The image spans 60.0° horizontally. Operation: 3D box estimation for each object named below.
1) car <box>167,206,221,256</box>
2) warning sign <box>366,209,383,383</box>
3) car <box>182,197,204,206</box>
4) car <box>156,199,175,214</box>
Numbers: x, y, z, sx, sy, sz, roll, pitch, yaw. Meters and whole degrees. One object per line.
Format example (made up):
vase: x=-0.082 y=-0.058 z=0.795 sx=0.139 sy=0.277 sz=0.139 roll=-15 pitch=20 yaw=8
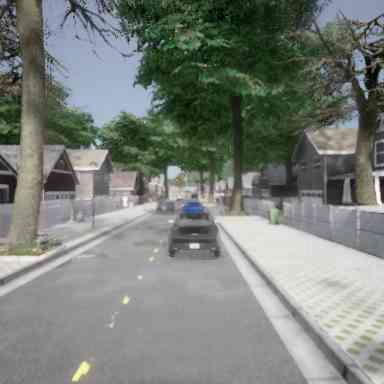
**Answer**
car: x=0.087 y=1.526 z=13.285 sx=1.837 sy=1.490 sz=4.892 roll=0 pitch=0 yaw=0
warning sign: x=2.523 y=1.120 z=3.026 sx=1.300 sy=1.860 sz=1.060 roll=0 pitch=0 yaw=0
car: x=0.082 y=1.532 z=30.105 sx=1.882 sy=1.535 sz=5.008 roll=0 pitch=0 yaw=0
car: x=-2.858 y=1.560 z=36.725 sx=2.128 sy=1.511 sz=4.902 roll=0 pitch=0 yaw=0
